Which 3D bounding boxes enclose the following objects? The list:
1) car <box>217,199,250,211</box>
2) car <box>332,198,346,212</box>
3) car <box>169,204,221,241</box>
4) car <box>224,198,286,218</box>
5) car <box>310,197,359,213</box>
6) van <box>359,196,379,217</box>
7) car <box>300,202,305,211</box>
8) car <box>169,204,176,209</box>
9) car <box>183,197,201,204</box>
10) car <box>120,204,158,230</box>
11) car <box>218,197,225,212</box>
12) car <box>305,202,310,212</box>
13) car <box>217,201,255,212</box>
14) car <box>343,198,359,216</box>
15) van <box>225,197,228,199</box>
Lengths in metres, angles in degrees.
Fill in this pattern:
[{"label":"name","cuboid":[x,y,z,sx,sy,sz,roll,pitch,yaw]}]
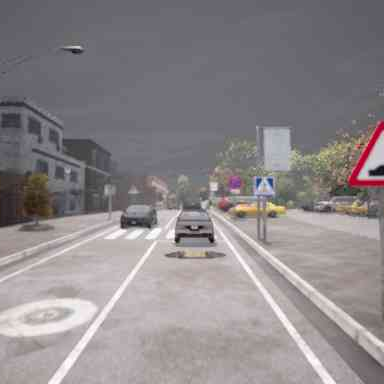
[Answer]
[{"label":"car","cuboid":[6.126,1.954,49.500,4.553,1.767,2.185,0,-2,-1]},{"label":"car","cuboid":[18.689,1.716,36.311,5.366,1.575,1.946,0,-1,0]},{"label":"car","cuboid":[0.101,1.558,16.578,2.033,1.411,5.357,0,0,0]},{"label":"car","cuboid":[6.090,1.618,31.403,5.366,1.575,1.946,0,-1,0]},{"label":"car","cuboid":[18.429,1.605,42.031,5.566,2.045,2.435,0,-2,-1]},{"label":"van","cuboid":[18.431,1.389,30.858,4.442,1.987,1.878,0,-1,0]},{"label":"car","cuboid":[18.361,1.769,47.490,5.566,2.045,2.435,0,-2,-1]},{"label":"car","cuboid":[-3.401,3.006,64.996,1.994,1.385,4.181,0,-3,0]},{"label":"car","cuboid":[0.020,1.636,42.613,2.150,2.045,5.566,0,-2,-1]},{"label":"car","cuboid":[-3.359,1.503,21.626,1.882,1.535,5.008,0,0,0]},{"label":"car","cuboid":[6.198,1.645,43.554,5.566,2.045,2.435,0,-2,-1]},{"label":"car","cuboid":[18.416,1.939,44.815,4.892,1.521,2.231,0,-2,-1]},{"label":"car","cuboid":[6.137,1.985,46.462,5.008,1.535,2.097,0,-2,-1]},{"label":"car","cuboid":[18.710,1.662,33.650,5.366,1.575,1.946,0,-1,0]},{"label":"van","cuboid":[6.343,1.514,37.364,4.442,1.987,1.878,0,-1,0]}]
